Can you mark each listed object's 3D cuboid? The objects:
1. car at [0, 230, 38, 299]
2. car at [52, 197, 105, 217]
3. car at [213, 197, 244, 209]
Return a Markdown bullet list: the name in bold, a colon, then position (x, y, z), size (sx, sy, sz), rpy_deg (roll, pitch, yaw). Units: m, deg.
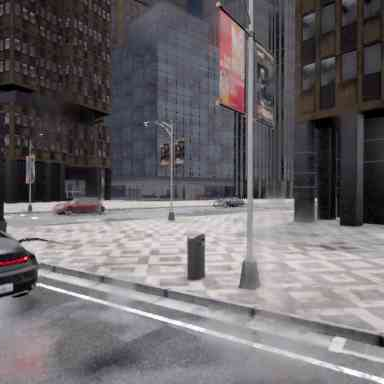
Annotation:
- **car**: position (-5.335, 1.501, 7.256), size (4.892, 1.490, 1.837), rpy_deg (-1, 0, 34)
- **car**: position (-10.555, 1.293, 31.038), size (4.553, 1.767, 2.097), rpy_deg (0, 0, -41)
- **car**: position (4.917, 1.448, 44.611), size (4.902, 1.511, 2.128), rpy_deg (0, 0, -41)
